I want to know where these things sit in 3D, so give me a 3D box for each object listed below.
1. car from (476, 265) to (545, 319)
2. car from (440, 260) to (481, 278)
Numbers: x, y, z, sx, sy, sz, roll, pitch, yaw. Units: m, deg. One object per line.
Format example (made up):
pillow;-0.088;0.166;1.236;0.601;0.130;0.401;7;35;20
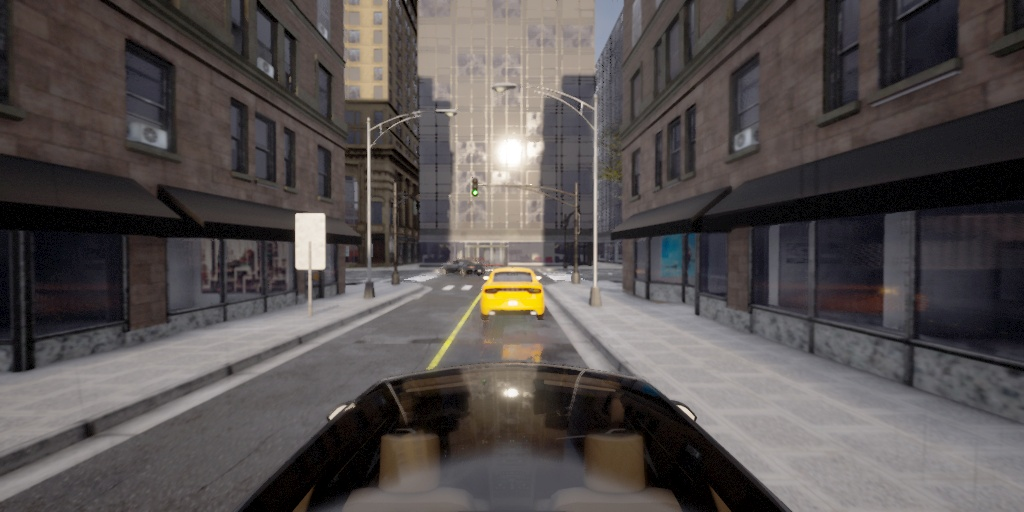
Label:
car;0.014;1.125;12.331;1.882;1.535;5.008;0;1;0
car;-4.244;1.015;30.432;1.812;1.442;4.674;0;0;-44
